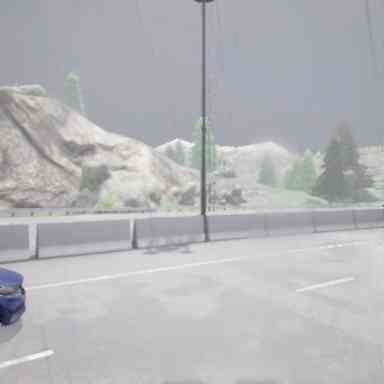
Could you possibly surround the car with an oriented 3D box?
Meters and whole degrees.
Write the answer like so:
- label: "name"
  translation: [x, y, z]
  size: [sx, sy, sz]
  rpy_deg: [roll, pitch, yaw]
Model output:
- label: "car"
  translation: [-4.841, 1.506, 4.488]
  size: [4.674, 1.442, 1.812]
  rpy_deg: [0, 0, -36]
